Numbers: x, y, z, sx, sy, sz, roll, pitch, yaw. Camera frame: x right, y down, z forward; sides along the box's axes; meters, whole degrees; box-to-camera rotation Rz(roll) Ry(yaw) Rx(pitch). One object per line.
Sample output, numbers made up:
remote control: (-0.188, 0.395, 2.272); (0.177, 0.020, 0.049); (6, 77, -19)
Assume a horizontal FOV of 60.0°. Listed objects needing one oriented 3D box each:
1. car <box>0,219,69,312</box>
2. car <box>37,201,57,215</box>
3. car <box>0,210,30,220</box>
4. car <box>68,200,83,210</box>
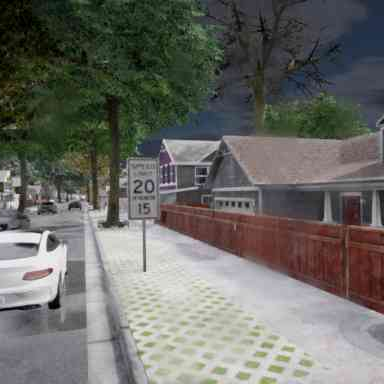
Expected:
car: (-3.841, 1.576, 7.480); (1.812, 1.442, 4.674); (-1, 0, -18)
car: (-17.229, 1.887, 39.684); (1.837, 1.490, 4.892); (-1, -1, -18)
car: (-10.702, 1.757, 19.348); (1.994, 1.385, 4.181); (-1, 0, -18)
car: (-17.616, 1.954, 50.075); (1.837, 1.490, 4.892); (-1, 0, -18)
